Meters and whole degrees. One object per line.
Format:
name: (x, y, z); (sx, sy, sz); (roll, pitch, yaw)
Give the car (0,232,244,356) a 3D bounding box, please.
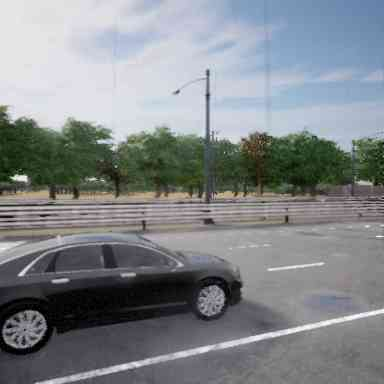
car: (-1.381, 1.484, 5.917); (4.892, 1.490, 1.837); (0, 0, -24)
